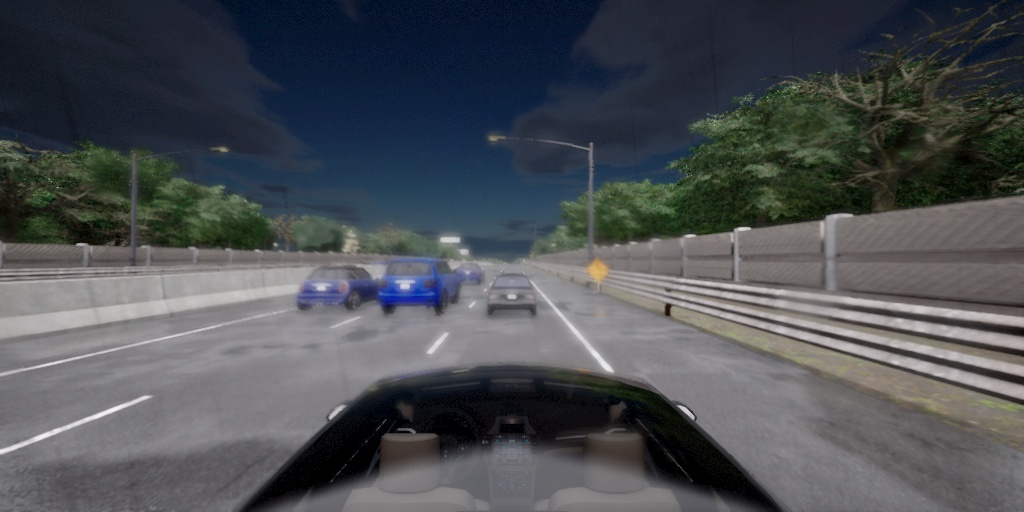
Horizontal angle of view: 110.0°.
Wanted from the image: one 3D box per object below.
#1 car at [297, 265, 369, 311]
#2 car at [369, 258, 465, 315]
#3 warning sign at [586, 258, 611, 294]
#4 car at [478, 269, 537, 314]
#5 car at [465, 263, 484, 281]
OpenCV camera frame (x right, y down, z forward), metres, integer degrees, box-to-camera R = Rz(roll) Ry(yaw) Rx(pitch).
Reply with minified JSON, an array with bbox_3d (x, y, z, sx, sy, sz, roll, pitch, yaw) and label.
[{"bbox_3d":[-6.977,1.239,15.296,2.097,1.767,4.553,0,-1,0],"label":"car"},{"bbox_3d":[-3.488,1.105,14.440,2.150,2.045,5.566,0,0,0],"label":"car"},{"bbox_3d":[4.551,1.040,18.816,1.300,1.860,1.060,0,0,0],"label":"warning sign"},{"bbox_3d":[0.012,1.427,14.391,2.033,1.411,5.357,0,-1,0],"label":"car"},{"bbox_3d":[-3.478,1.392,30.300,2.097,1.767,4.553,0,-1,0],"label":"car"}]
